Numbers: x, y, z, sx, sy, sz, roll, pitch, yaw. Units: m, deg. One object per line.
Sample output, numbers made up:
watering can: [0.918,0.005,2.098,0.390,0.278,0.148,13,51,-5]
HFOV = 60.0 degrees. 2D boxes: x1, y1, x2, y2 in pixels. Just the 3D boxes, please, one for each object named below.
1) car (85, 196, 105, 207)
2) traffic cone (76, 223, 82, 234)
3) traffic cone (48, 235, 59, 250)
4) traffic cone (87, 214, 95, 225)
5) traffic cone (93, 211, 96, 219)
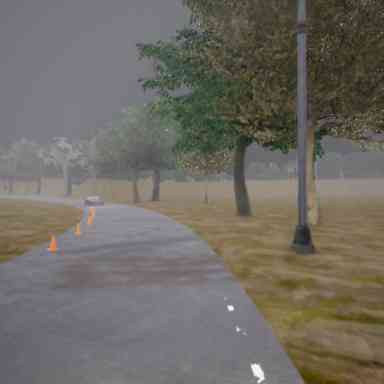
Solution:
car: [-14.028,1.277,47.616,1.812,1.442,4.674,-1,1,-33]
traffic cone: [-6.098,1.957,17.897,0.340,0.580,0.340,0,0,-9]
traffic cone: [-5.446,1.970,13.071,0.340,0.580,0.340,0,0,-6]
traffic cone: [-6.987,1.934,22.683,0.340,0.580,0.340,0,0,-12]
traffic cone: [-8.111,1.903,27.419,0.340,0.580,0.340,-1,1,-15]
